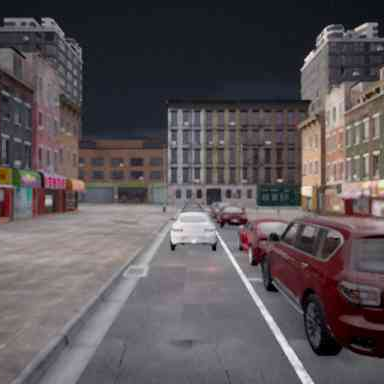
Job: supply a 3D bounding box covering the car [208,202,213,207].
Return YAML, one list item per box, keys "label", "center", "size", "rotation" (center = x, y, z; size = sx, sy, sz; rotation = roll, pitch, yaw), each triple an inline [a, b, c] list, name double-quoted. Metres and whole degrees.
- label: "car"
  center: [2.630, 1.518, 28.023]
  size: [1.967, 1.590, 4.097]
  rotation: [0, 0, 0]

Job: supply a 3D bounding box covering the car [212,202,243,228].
- label: "car"
  center: [2.632, 1.606, 22.520]
  size: [1.887, 1.381, 4.507]
  rotation: [0, 0, 0]

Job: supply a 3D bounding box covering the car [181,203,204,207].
- label: "car"
  center: [0.051, 1.643, 28.474]
  size: [1.994, 1.385, 4.181]
  rotation: [0, 0, 0]

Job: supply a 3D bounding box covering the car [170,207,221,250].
- label: "car"
  center: [0.062, 1.564, 14.376]
  size: [1.812, 1.442, 4.674]
  rotation: [0, -1, 0]

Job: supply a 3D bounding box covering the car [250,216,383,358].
- label: "car"
  center: [2.644, 1.330, 6.009]
  size: [2.192, 1.841, 5.009]
  rotation: [0, 0, 0]

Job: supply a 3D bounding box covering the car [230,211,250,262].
- label: "car"
  center: [2.639, 1.574, 11.513]
  size: [1.887, 1.381, 4.507]
  rotation: [0, 0, 0]

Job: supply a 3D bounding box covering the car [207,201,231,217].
- label: "car"
  center: [2.626, 1.646, 33.527]
  size: [2.008, 1.369, 4.403]
  rotation: [0, 0, 0]
